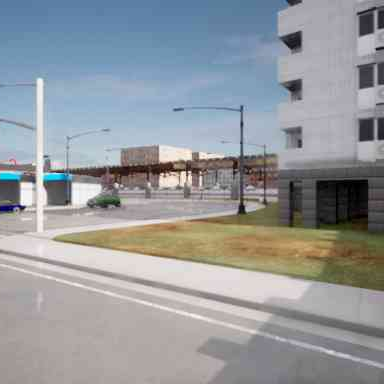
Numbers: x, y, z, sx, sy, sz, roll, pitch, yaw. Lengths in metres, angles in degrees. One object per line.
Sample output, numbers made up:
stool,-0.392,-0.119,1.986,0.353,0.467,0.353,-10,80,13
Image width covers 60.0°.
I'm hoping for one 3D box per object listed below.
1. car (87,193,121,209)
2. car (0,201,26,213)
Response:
car,-12.073,1.207,46.099,2.150,2.045,5.566,0,0,23
car,-19.701,1.588,33.931,1.895,1.301,4.718,0,0,37
